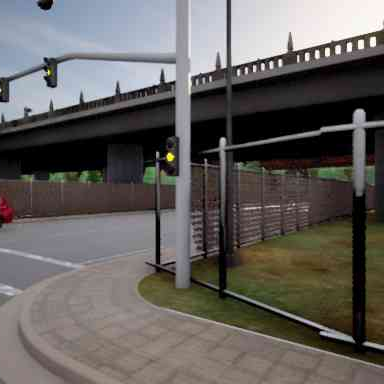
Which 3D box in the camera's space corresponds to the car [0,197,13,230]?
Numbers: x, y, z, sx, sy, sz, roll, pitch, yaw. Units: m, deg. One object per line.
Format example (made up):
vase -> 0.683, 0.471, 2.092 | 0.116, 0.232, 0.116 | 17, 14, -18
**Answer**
car -> -13.028, 1.288, 18.511 | 2.150, 2.045, 5.566 | 0, 0, 35
